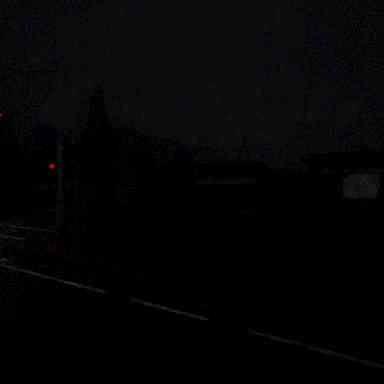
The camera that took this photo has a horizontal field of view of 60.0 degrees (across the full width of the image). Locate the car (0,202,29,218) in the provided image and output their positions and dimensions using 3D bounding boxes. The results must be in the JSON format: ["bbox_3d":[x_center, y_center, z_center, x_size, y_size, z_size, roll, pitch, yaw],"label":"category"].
[{"bbox_3d":[-15.950,1.520,26.877,1.895,1.301,4.718,0,0,37],"label":"car"}]
